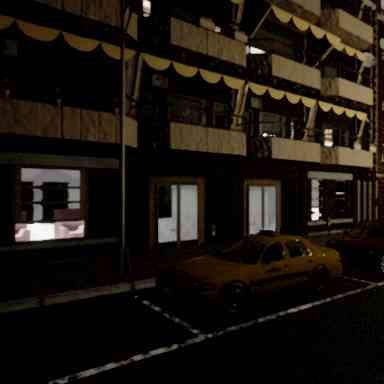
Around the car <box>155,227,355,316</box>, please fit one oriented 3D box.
[{"bbox_3d":[1.519,1.585,7.616,4.829,1.417,1.752,1,-1,-35],"label":"car"}]

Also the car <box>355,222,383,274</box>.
[{"bbox_3d":[6.170,1.660,10.903,4.507,1.381,1.887,1,-1,-35],"label":"car"}]
